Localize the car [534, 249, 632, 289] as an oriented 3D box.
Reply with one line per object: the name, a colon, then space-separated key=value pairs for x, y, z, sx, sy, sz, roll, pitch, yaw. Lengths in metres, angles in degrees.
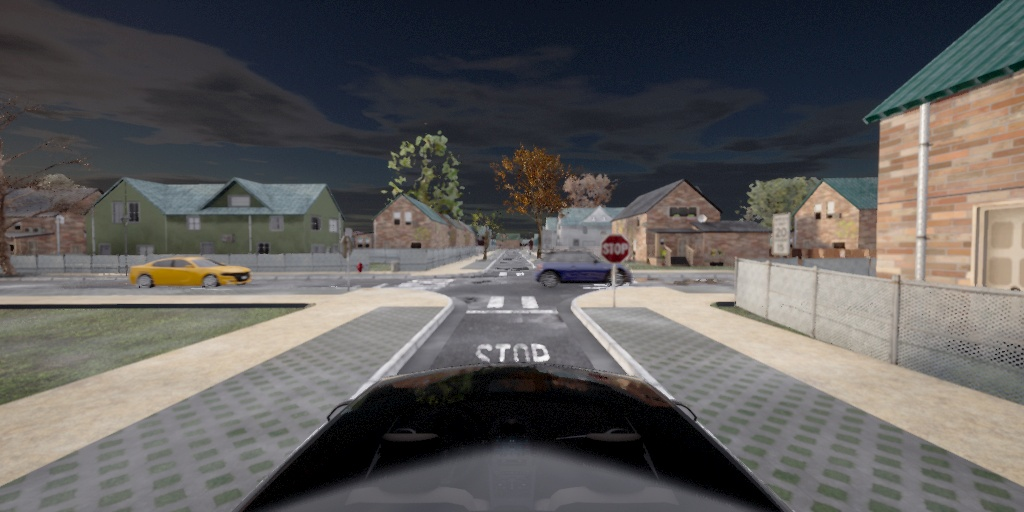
car: x=3.327 y=0.544 z=17.197 sx=4.553 sy=1.767 sz=2.097 roll=-1 pitch=2 yaw=1

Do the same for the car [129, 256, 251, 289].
car: x=-15.502 y=0.785 z=17.439 sx=5.008 sy=1.535 sz=1.882 roll=0 pitch=1 yaw=1
